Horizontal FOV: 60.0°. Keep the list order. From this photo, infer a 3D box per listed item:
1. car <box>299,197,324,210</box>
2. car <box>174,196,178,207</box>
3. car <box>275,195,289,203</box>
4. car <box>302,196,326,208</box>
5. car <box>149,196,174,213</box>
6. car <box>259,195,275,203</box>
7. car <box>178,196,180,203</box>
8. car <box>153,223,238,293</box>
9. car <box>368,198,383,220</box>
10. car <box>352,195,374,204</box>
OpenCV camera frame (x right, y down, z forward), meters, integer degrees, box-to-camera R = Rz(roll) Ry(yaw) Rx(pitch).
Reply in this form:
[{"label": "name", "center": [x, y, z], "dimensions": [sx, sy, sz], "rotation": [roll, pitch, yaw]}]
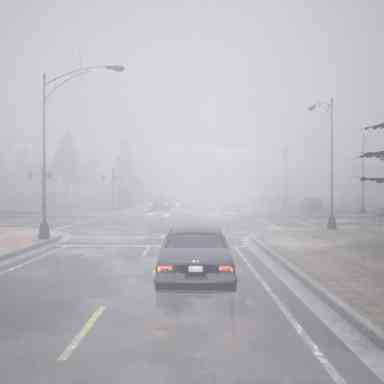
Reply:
[{"label": "car", "center": [14.006, 1.371, 39.416], "dimensions": [1.845, 1.501, 3.633], "rotation": [0, 0, 0]}, {"label": "car", "center": [-3.529, 1.474, 48.929], "dimensions": [1.882, 1.535, 5.008], "rotation": [0, 0, 0]}, {"label": "car", "center": [17.423, 1.326, 65.466], "dimensions": [2.152, 1.636, 5.027], "rotation": [0, 0, 0]}, {"label": "car", "center": [17.068, 1.381, 46.803], "dimensions": [1.970, 1.475, 3.806], "rotation": [0, 0, 0]}, {"label": "car", "center": [-3.547, 1.349, 37.642], "dimensions": [2.097, 1.767, 4.553], "rotation": [0, 0, 0]}, {"label": "car", "center": [14.286, 1.335, 65.448], "dimensions": [2.007, 1.523, 4.514], "rotation": [0, 0, 0]}, {"label": "car", "center": [-3.414, 1.494, 68.183], "dimensions": [2.128, 1.511, 4.902], "rotation": [0, 0, 0]}, {"label": "car", "center": [0.087, 1.547, 8.993], "dimensions": [2.033, 1.411, 5.357], "rotation": [0, 0, 0]}, {"label": "car", "center": [16.786, 1.474, 25.598], "dimensions": [4.902, 1.511, 2.128], "rotation": [0, 0, 1]}, {"label": "car", "center": [29.183, 1.316, 57.661], "dimensions": [1.845, 1.501, 3.633], "rotation": [0, 0, 0]}]
